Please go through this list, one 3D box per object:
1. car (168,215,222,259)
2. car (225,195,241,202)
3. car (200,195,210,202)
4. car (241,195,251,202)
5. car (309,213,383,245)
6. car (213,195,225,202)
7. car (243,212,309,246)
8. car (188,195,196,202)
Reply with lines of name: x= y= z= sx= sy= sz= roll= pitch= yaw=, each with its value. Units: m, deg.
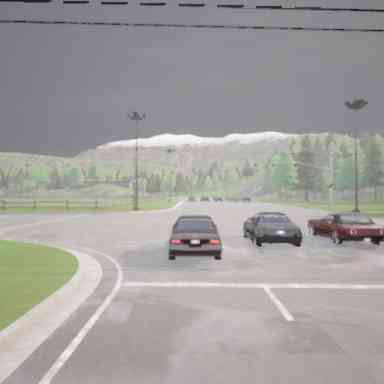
car: x=0.099 y=1.588 z=12.702 sx=2.033 sy=1.411 sz=5.357 roll=0 pitch=0 yaw=0
car: x=10.493 y=1.810 z=85.706 sx=2.033 sy=1.411 sz=5.357 roll=0 pitch=0 yaw=0
car: x=3.493 y=1.748 z=85.768 sx=1.882 sy=1.535 sz=5.008 roll=0 pitch=0 yaw=0
car: x=13.993 y=1.749 z=85.977 sx=1.882 sy=1.535 sz=5.008 roll=0 pitch=0 yaw=0
car: x=7.100 y=1.651 z=15.696 sx=1.895 sy=1.301 sz=4.718 roll=0 pitch=0 yaw=0
car: x=6.993 y=1.796 z=86.111 sx=1.812 sy=1.442 sz=4.674 roll=0 pitch=0 yaw=0
car: x=3.598 y=1.613 z=15.480 sx=1.994 sy=1.385 sz=4.181 roll=0 pitch=0 yaw=0
car: x=-0.007 y=1.795 z=85.846 sx=2.128 sy=1.511 sz=4.902 roll=0 pitch=0 yaw=0
